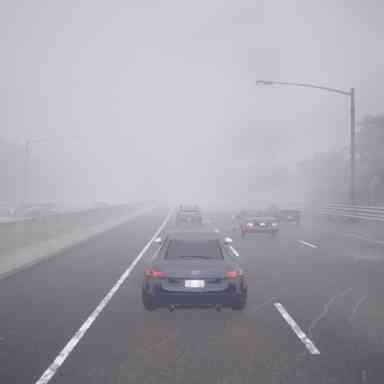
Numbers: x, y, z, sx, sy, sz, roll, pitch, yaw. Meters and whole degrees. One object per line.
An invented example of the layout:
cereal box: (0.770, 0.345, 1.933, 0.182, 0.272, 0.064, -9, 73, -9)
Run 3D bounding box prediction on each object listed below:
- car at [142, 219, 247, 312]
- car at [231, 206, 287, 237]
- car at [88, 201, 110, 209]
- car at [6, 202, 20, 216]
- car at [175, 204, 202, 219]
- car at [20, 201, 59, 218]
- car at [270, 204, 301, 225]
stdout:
car: (0.032, 1.574, 7.804, 1.994, 1.385, 4.181, 0, 0, 0)
car: (3.376, 1.637, 18.568, 2.033, 1.411, 5.357, 0, -1, -1)
car: (-11.493, 1.892, 41.670, 2.033, 1.411, 5.357, 0, -1, -2)
car: (-18.301, 1.776, 36.122, 2.128, 1.511, 4.902, 0, -1, -2)
car: (-0.256, 1.647, 24.612, 2.128, 1.511, 4.902, 0, -1, -1)
car: (-14.693, 1.753, 32.888, 1.837, 1.490, 4.892, 0, -1, -2)
car: (6.722, 1.641, 25.555, 1.882, 1.535, 5.008, 0, -1, -2)
